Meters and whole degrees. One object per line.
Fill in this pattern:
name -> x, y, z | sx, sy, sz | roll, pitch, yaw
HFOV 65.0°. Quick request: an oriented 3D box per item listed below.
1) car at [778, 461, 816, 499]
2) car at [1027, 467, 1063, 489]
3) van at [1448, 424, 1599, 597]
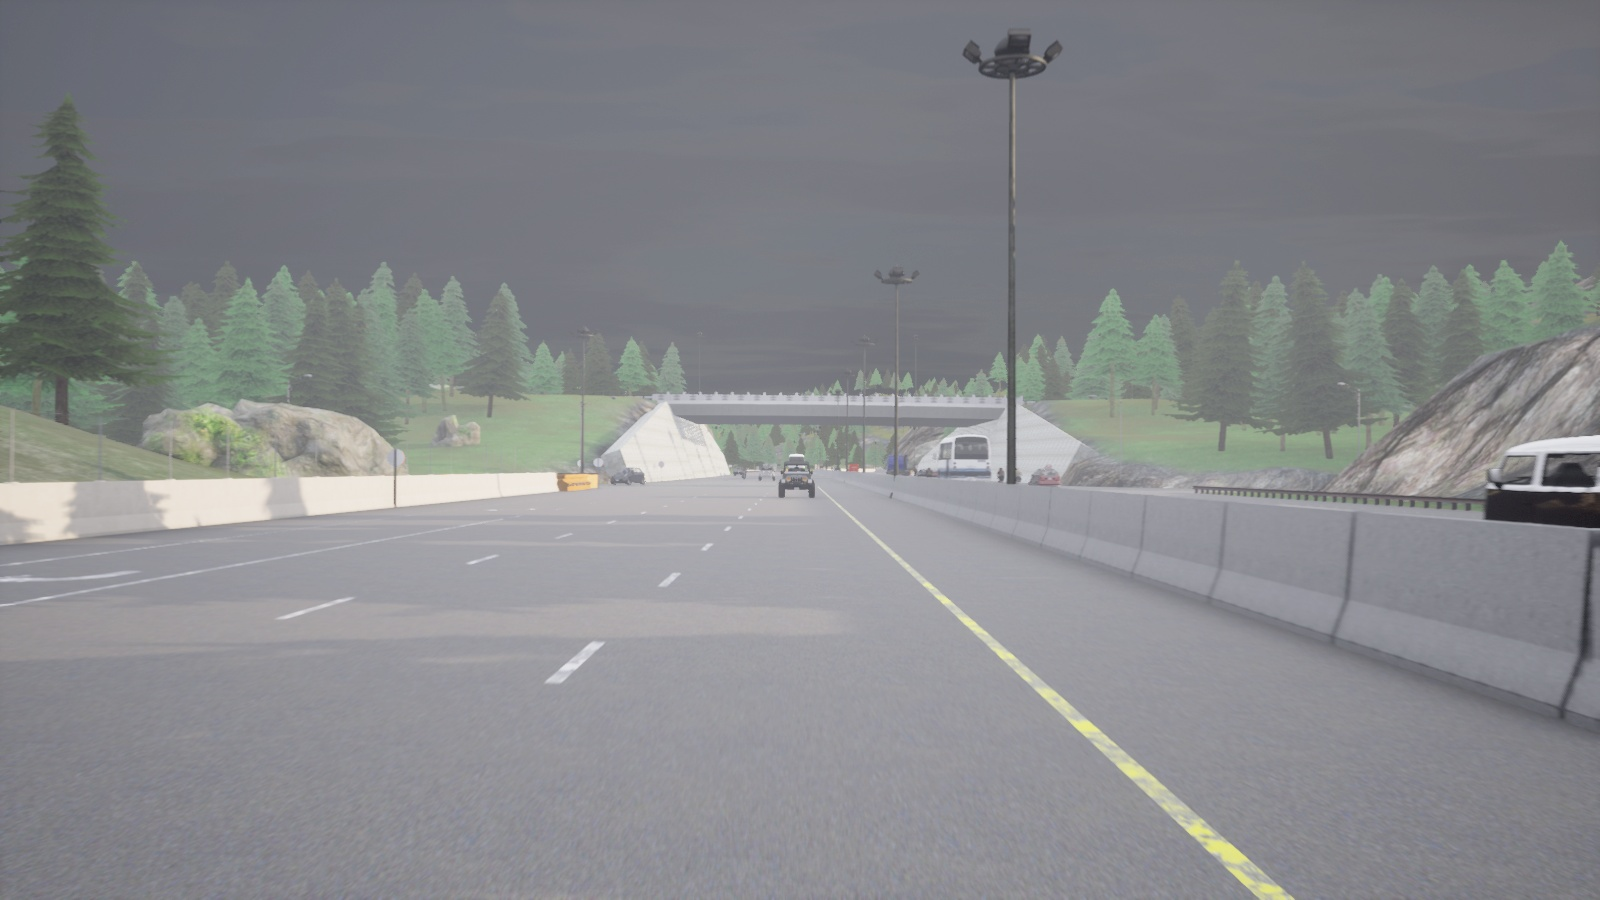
car -> -0.157, 1.533, 65.352 | 1.905, 1.878, 3.866 | 0, -1, 0
car -> 17.288, 1.980, 88.840 | 1.789, 1.549, 3.705 | 0, -1, 0
van -> 10.461, 0.721, 15.991 | 2.069, 2.038, 4.480 | 0, -1, 0
